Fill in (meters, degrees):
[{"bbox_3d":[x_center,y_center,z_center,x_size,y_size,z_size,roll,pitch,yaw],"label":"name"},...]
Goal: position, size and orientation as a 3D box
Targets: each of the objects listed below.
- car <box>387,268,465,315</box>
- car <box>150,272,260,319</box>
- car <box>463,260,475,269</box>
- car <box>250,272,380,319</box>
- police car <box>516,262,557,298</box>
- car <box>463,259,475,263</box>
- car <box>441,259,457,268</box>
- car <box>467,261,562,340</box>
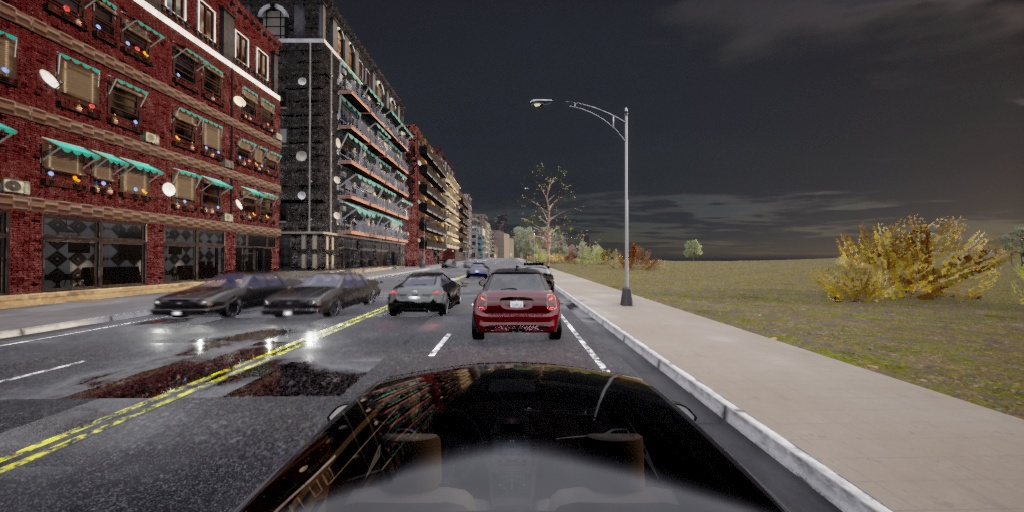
[{"bbox_3d":[-3.125,1.315,13.505,1.994,1.385,4.181,0,0,0],"label":"car"},{"bbox_3d":[-9.825,1.299,13.171,2.033,1.411,5.357,0,0,0],"label":"car"},{"bbox_3d":[-3.077,1.316,33.593,1.994,1.385,4.181,0,0,0],"label":"car"},{"bbox_3d":[-6.577,1.299,13.176,2.033,1.411,5.357,0,0,0],"label":"car"},{"bbox_3d":[1.177,1.177,19.666,1.930,1.638,5.238,0,0,0],"label":"police car"},{"bbox_3d":[-6.466,1.242,55.615,2.128,1.511,4.902,0,0,0],"label":"car"},{"bbox_3d":[-9.717,1.255,55.378,1.837,1.490,4.892,0,0,0],"label":"car"},{"bbox_3d":[0.114,1.103,10.170,2.097,1.767,4.553,0,0,0],"label":"car"}]
